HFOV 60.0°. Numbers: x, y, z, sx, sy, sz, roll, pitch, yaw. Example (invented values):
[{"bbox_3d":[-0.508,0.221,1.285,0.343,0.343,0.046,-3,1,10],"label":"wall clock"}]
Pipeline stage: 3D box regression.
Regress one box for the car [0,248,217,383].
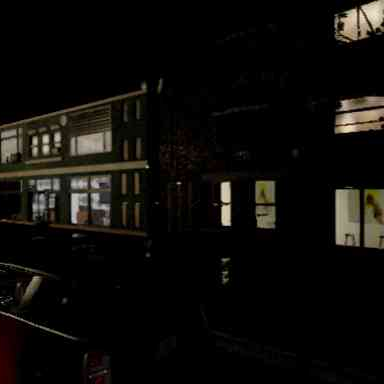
[{"bbox_3d":[-1.811,1.440,4.176,4.097,1.590,1.967,0,-1,36],"label":"car"}]
